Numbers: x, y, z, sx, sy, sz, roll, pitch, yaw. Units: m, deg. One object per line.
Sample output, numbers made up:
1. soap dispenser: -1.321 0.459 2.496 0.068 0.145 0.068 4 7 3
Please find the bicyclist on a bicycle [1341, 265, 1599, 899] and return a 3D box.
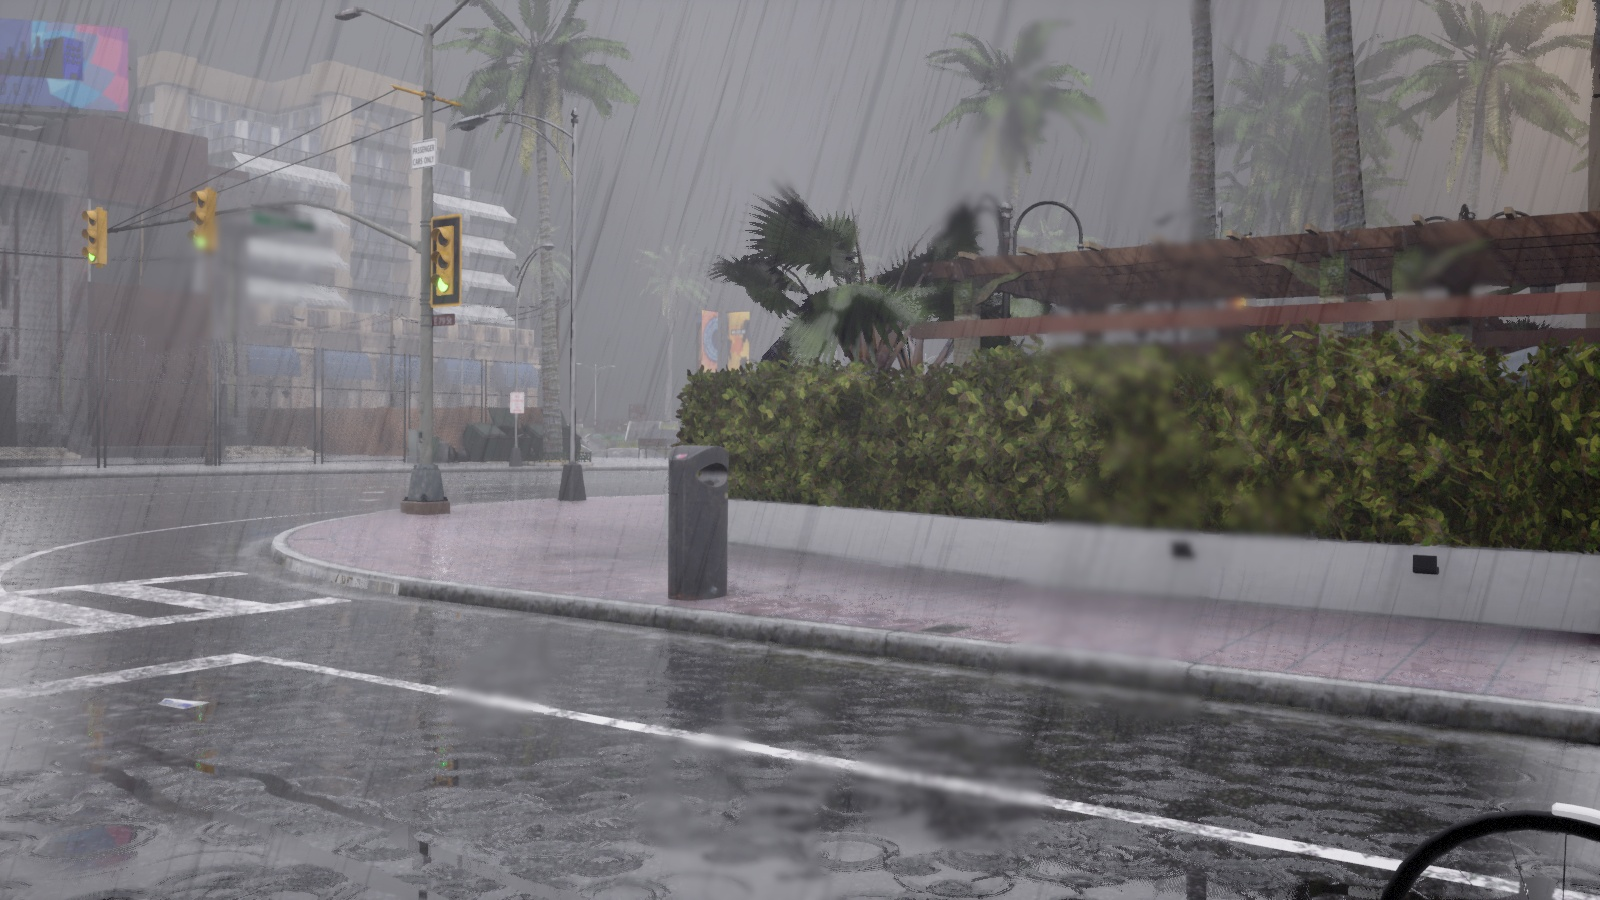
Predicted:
1. bicyclist on a bicycle: 2.029 0.553 2.267 1.843 1.776 0.659 0 1 34
